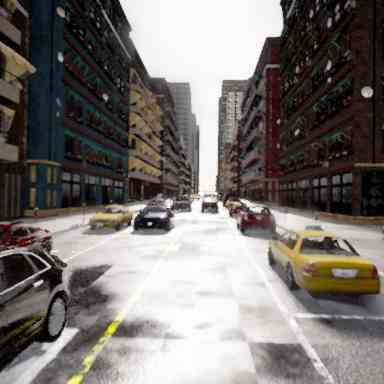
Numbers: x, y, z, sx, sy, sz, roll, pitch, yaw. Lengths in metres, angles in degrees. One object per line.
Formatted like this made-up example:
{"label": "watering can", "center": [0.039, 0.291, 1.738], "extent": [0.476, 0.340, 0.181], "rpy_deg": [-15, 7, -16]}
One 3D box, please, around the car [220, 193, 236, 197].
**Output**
{"label": "car", "center": [5.692, 1.152, 49.693], "extent": [2.150, 2.045, 5.566], "rpy_deg": [1, 0, 3]}

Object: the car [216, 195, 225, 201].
{"label": "car", "center": [6.932, 1.378, 80.556], "extent": [1.887, 1.381, 4.507], "rpy_deg": [2, 0, 3]}

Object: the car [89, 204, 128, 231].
{"label": "car", "center": [-4.695, 1.406, 19.919], "extent": [1.752, 1.417, 4.829], "rpy_deg": [2, 0, 3]}

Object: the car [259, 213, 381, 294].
{"label": "car", "center": [3.104, 1.543, 8.799], "extent": [1.752, 1.417, 4.829], "rpy_deg": [2, 0, 3]}

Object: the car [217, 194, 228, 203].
{"label": "car", "center": [6.344, 1.305, 69.489], "extent": [1.967, 1.590, 4.097], "rpy_deg": [2, 0, 3]}

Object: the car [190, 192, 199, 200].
{"label": "car", "center": [0.992, 1.167, 76.281], "extent": [1.882, 1.535, 5.008], "rpy_deg": [1, 0, 3]}

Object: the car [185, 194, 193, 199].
{"label": "car", "center": [-0.858, 1.212, 91.844], "extent": [1.752, 1.417, 4.829], "rpy_deg": [2, 0, 3]}

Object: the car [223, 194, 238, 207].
{"label": "car", "center": [5.368, 1.400, 42.860], "extent": [1.801, 1.575, 5.366], "rpy_deg": [1, 0, 3]}

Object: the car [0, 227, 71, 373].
{"label": "car", "center": [-2.983, 1.454, 3.626], "extent": [1.837, 1.490, 4.892], "rpy_deg": [1, 0, 3]}

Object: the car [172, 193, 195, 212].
{"label": "car", "center": [-1.093, 1.280, 37.166], "extent": [2.097, 1.767, 4.553], "rpy_deg": [1, 0, 3]}

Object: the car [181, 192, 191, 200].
{"label": "car", "center": [-1.432, 1.035, 80.947], "extent": [2.192, 1.841, 5.009], "rpy_deg": [2, 0, 3]}

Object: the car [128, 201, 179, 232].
{"label": "car", "center": [-2.127, 1.480, 19.579], "extent": [1.994, 1.385, 4.181], "rpy_deg": [1, 0, 3]}

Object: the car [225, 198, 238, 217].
{"label": "car", "center": [4.274, 1.550, 30.760], "extent": [1.802, 1.307, 4.206], "rpy_deg": [2, 0, 3]}

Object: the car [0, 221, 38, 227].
{"label": "car", "center": [-5.277, 1.486, 9.022], "extent": [1.802, 1.307, 4.206], "rpy_deg": [2, 0, 3]}

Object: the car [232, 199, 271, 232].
{"label": "car", "center": [3.688, 1.434, 19.694], "extent": [1.967, 1.590, 4.097], "rpy_deg": [2, 0, 3]}

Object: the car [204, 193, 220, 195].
{"label": "car", "center": [2.554, 1.107, 48.134], "extent": [2.150, 2.045, 5.566], "rpy_deg": [1, 0, 3]}

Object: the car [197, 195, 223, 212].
{"label": "car", "center": [1.976, 1.409, 36.985], "extent": [2.128, 1.511, 4.902], "rpy_deg": [1, 0, 3]}

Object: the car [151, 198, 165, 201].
{"label": "car", "center": [-3.800, 1.385, 36.687], "extent": [1.887, 1.381, 4.507], "rpy_deg": [2, 0, 3]}

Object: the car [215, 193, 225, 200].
{"label": "car", "center": [7.234, 1.132, 86.086], "extent": [2.192, 1.841, 5.009], "rpy_deg": [2, 0, 3]}
